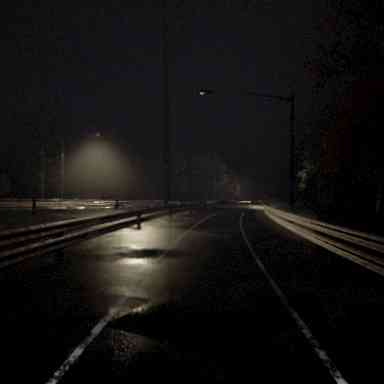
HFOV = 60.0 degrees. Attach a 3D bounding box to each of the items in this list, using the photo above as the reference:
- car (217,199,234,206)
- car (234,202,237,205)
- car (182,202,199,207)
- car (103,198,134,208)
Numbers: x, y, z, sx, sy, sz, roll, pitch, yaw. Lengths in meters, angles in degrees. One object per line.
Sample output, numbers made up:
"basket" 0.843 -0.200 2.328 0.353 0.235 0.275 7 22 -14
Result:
"car" 7.524 2.537 78.320 1.837 1.490 4.892 0 -1 27
"car" 10.832 2.999 92.430 1.895 1.301 4.718 0 -1 27
"car" -0.191 2.123 63.332 1.994 1.385 4.181 0 -2 27
"car" -10.682 1.622 50.758 1.882 1.535 5.008 0 -1 28
